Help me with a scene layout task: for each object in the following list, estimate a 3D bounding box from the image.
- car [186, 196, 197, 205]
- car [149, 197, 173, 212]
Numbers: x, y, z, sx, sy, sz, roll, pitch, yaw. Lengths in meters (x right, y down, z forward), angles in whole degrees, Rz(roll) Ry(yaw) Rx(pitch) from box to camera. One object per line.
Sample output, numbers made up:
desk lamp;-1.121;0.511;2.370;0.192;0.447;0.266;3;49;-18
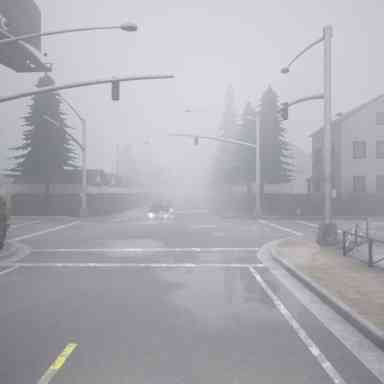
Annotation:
car;-0.086;1.491;59.322;2.128;1.511;4.902;0;0;0
car;-3.644;1.352;38.102;2.097;1.767;4.553;0;0;0
